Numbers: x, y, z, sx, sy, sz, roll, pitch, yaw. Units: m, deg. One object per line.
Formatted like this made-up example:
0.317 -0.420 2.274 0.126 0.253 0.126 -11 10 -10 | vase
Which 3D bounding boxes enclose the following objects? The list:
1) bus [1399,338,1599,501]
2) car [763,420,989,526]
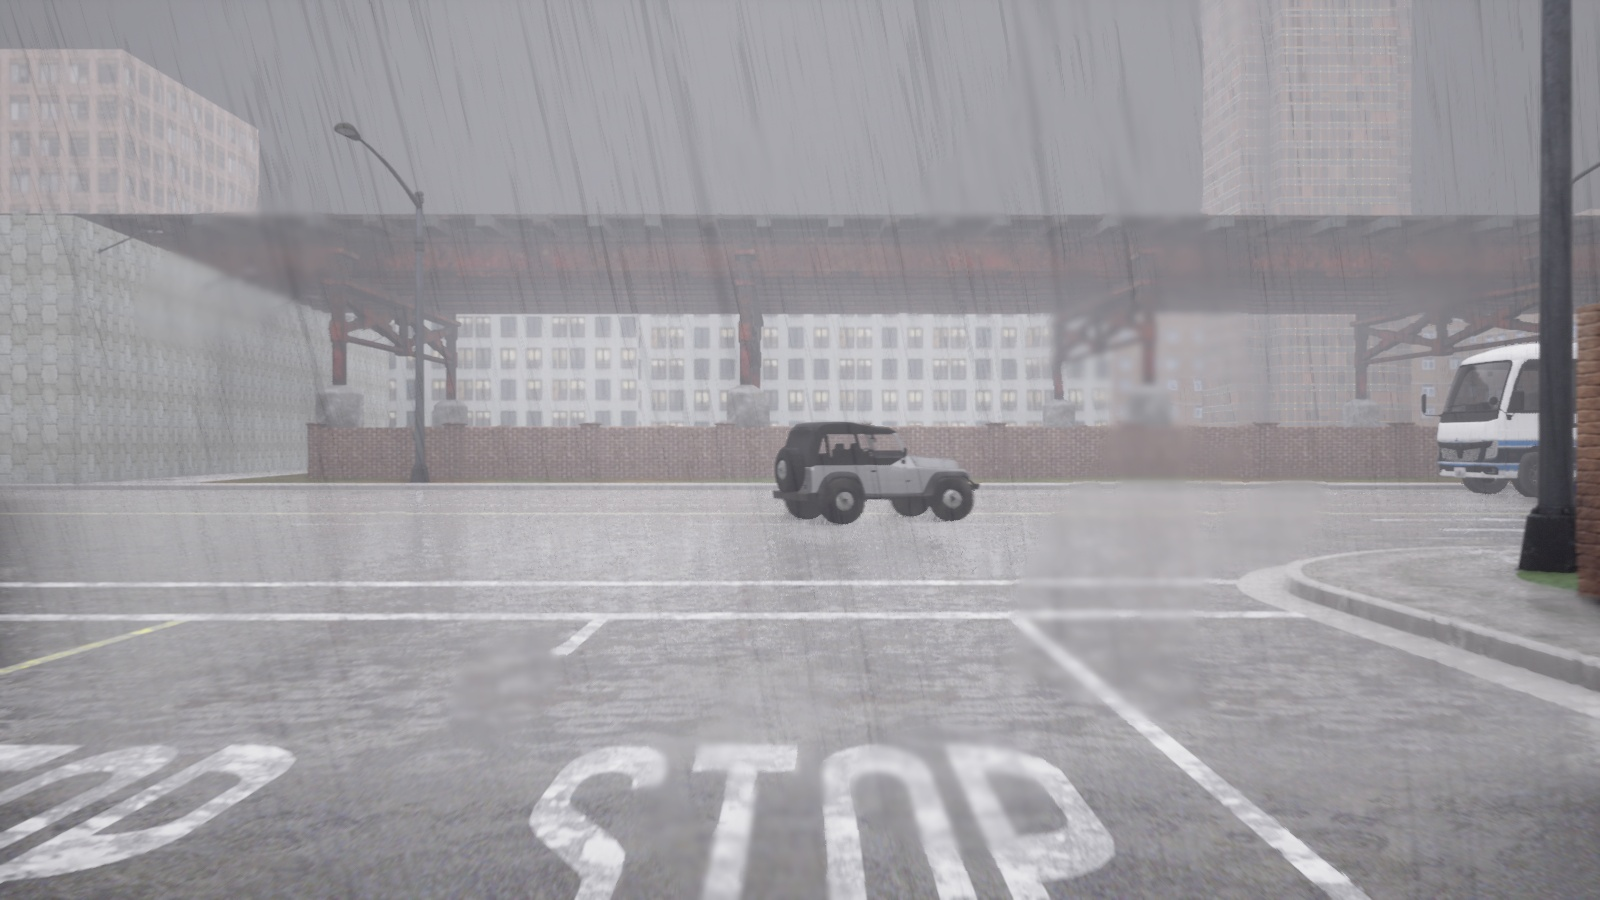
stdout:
22.611 -0.807 34.626 10.273 4.253 3.944 0 0 1 | bus
1.442 0.408 23.950 3.866 1.878 1.905 0 0 -23 | car
